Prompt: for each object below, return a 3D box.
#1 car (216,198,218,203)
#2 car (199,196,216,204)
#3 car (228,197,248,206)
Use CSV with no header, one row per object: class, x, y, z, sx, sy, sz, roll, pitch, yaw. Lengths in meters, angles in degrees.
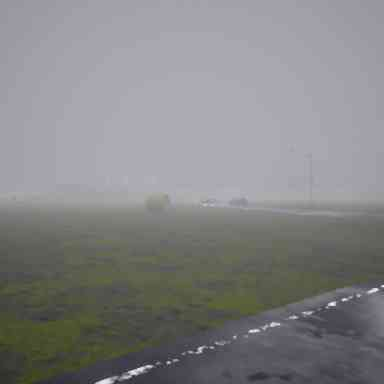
car,4.338,1.592,72.117,2.033,1.411,5.357,0,0,-6
car,2.661,1.691,64.680,1.994,1.385,4.181,-1,0,-10
car,7.635,1.572,55.585,1.837,1.490,4.892,-1,0,-16
